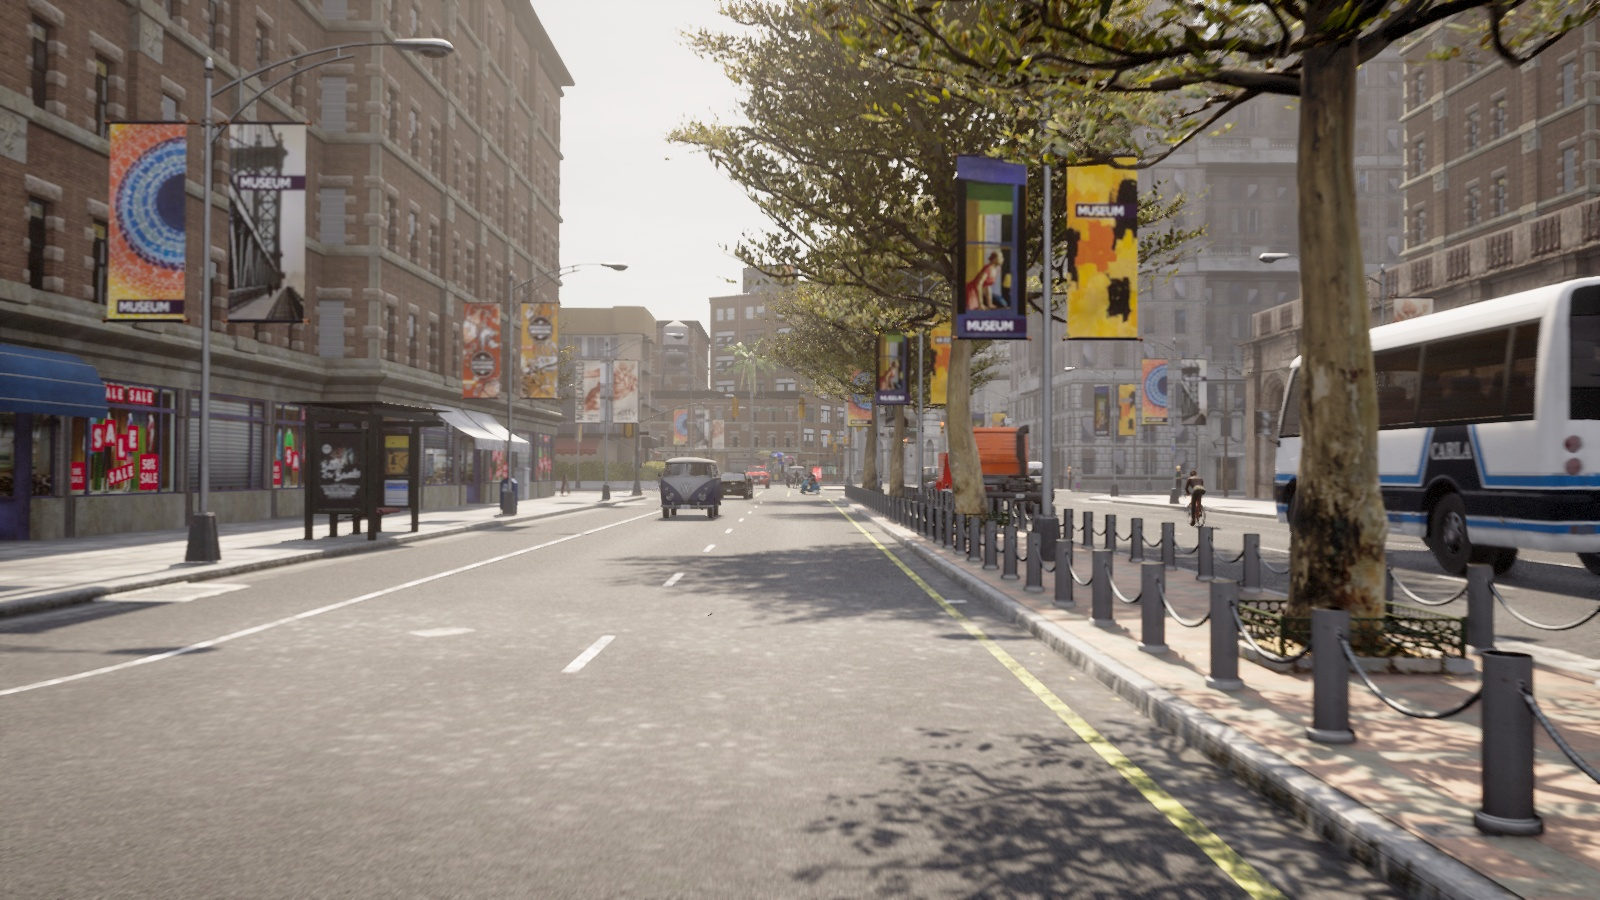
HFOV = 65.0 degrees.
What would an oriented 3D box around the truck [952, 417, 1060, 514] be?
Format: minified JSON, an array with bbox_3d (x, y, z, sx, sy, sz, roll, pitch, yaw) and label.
[{"bbox_3d":[7.876,0.621,49.000,2.891,3.462,7.936,0,-1,0],"label":"truck"}]

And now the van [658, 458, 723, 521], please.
[{"bbox_3d":[-3.604,1.284,41.931,1.775,1.987,4.442,0,-1,0],"label":"van"}]

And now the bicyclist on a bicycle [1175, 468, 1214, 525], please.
[{"bbox_3d":[11.394,1.330,36.295,0.582,1.620,1.656,0,-1,0],"label":"bicyclist on a bicycle"}]

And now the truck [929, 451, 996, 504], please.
[{"bbox_3d":[7.745,1.308,60.374,2.627,2.467,5.204,0,-1,1],"label":"truck"}]

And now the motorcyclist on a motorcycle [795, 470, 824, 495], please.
[{"bbox_3d":[0.636,2.142,82.235,1.817,1.590,0.866,1,0,-44],"label":"motorcyclist on a motorcycle"}]

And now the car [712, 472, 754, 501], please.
[{"bbox_3d":[-3.669,1.971,69.555,1.882,1.535,5.008,0,-1,2],"label":"car"}]

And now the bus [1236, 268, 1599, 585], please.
[{"bbox_3d":[11.440,-0.239,22.024,3.944,4.253,10.273,0,-1,0],"label":"bus"}]

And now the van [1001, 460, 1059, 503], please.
[{"bbox_3d":[11.347,1.535,62.235,2.069,2.038,4.480,0,-1,0],"label":"van"}]
